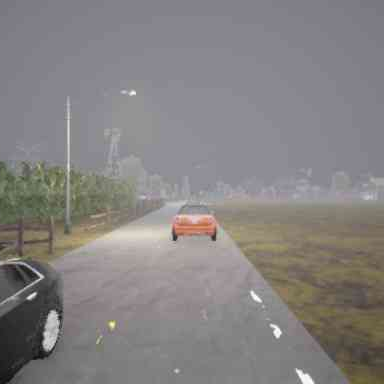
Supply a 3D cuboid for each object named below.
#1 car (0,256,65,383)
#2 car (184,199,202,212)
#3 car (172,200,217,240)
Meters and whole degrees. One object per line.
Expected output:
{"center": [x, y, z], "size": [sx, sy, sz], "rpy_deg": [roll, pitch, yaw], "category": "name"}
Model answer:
{"center": [-2.845, 1.515, 3.207], "size": [1.837, 1.490, 4.892], "rpy_deg": [0, 0, 0], "category": "car"}
{"center": [0.127, 1.648, 41.683], "size": [2.033, 1.411, 5.357], "rpy_deg": [0, 0, 0], "category": "car"}
{"center": [0.109, 1.388, 17.282], "size": [2.097, 1.767, 4.553], "rpy_deg": [0, 0, 0], "category": "car"}
